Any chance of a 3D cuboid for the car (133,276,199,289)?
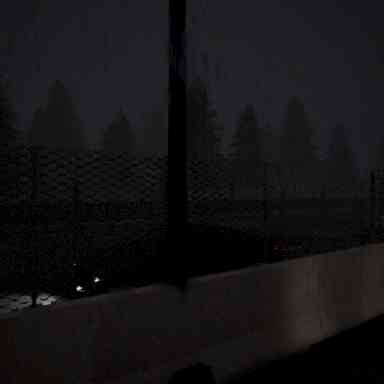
[{"bbox_3d":[-0.106,1.533,8.204,5.357,1.411,2.033,0,0,-35],"label":"car"}]
